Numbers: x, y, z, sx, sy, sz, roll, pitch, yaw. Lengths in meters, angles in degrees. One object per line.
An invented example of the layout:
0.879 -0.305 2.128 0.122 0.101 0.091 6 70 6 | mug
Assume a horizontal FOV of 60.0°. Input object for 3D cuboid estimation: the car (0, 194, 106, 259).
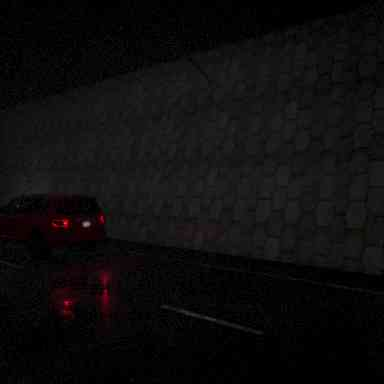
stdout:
-5.575 1.100 12.267 5.566 2.045 2.150 1 0 36 | car
